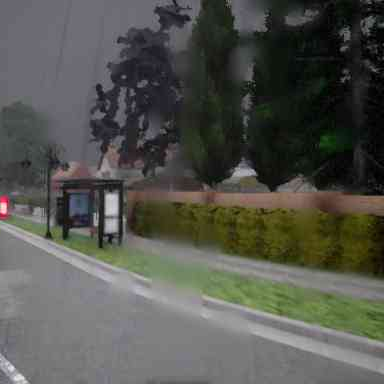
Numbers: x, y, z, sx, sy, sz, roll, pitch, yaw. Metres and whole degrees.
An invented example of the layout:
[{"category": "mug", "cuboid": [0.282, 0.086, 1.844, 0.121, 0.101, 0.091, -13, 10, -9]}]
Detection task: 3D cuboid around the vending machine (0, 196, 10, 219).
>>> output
[{"category": "vending machine", "cuboid": [-18.047, 1.464, 31.725, 1.100, 2.100, 0.880, 1, -1, -38]}]
